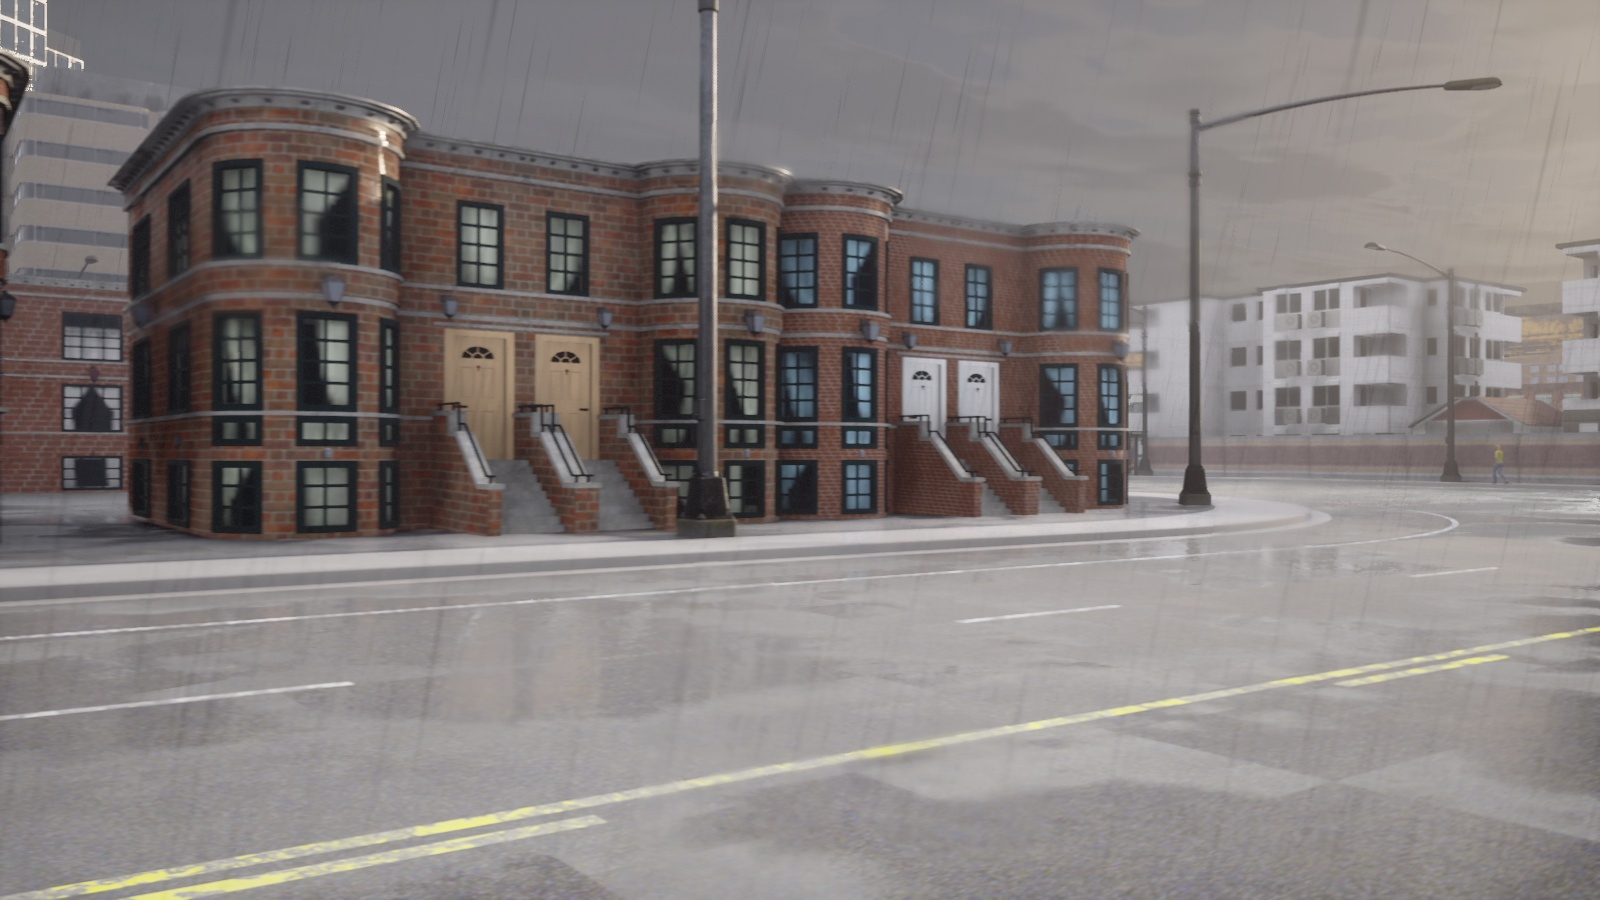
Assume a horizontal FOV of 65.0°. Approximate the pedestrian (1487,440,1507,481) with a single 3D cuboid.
[{"bbox_3d":[31.427,0.472,56.637,0.354,1.836,0.706,0,0,-27],"label":"pedestrian"}]
